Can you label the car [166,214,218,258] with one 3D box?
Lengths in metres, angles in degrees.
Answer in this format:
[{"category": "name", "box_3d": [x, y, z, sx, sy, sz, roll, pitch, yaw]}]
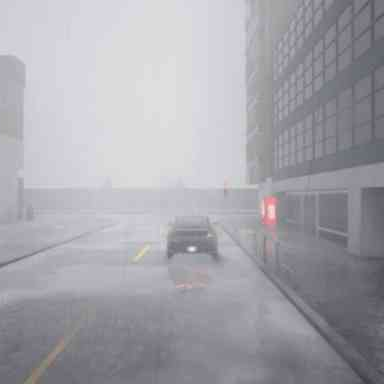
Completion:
[{"category": "car", "box_3d": [0.014, 1.654, 13.503, 1.837, 1.490, 4.892, 0, 0, 0]}]
